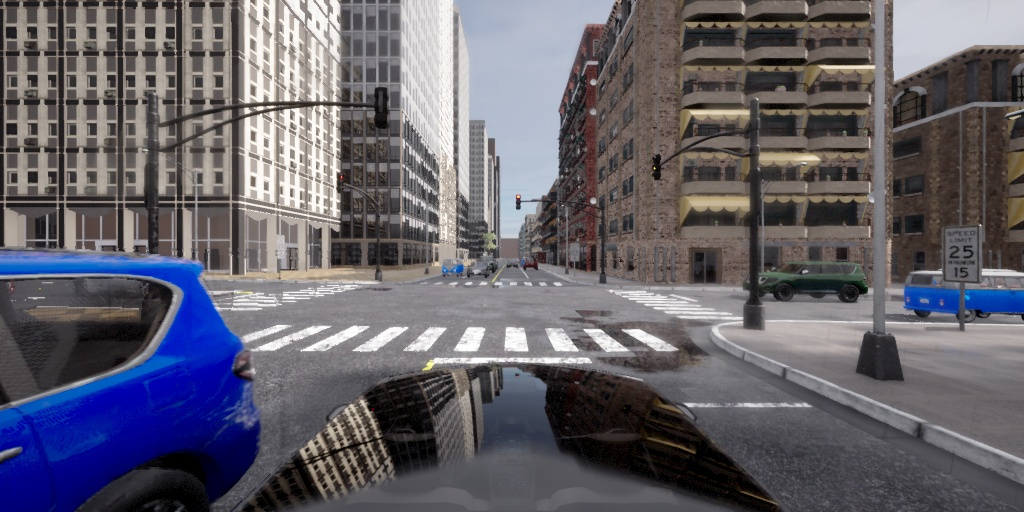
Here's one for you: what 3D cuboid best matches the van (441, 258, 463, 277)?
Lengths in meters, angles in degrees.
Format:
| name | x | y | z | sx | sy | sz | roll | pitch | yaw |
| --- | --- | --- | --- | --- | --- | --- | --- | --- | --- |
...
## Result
| name | x | y | z | sx | sy | sz | roll | pitch | yaw |
| --- | --- | --- | --- | --- | --- | --- | --- | --- | --- |
| van | -5.715 | 1.097 | 34.823 | 1.690 | 1.789 | 3.998 | 0 | 0 | 0 |

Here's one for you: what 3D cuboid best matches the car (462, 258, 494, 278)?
| name | x | y | z | sx | sy | sz | roll | pitch | yaw |
| --- | --- | --- | --- | --- | --- | --- | --- | --- | --- |
| car | -3.126 | 1.247 | 33.957 | 2.128 | 1.511 | 4.902 | 0 | 0 | 0 |

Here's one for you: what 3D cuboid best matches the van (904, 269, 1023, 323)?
| name | x | y | z | sx | sy | sz | roll | pitch | yaw |
| --- | --- | --- | --- | --- | --- | --- | --- | --- | --- |
| van | 16.904 | 1.453 | 13.083 | 3.998 | 1.789 | 1.690 | 0 | 0 | 0 |

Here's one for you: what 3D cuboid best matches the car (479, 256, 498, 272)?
| name | x | y | z | sx | sy | sz | roll | pitch | yaw |
| --- | --- | --- | --- | --- | --- | --- | --- | --- | --- |
| car | -3.131 | 0.982 | 43.850 | 2.150 | 2.045 | 5.566 | 0 | 0 | 0 |

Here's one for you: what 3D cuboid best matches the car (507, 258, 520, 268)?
| name | x | y | z | sx | sy | sz | roll | pitch | yaw |
| --- | --- | --- | --- | --- | --- | --- | --- | --- | --- |
| car | 0.055 | 1.371 | 60.527 | 1.895 | 1.301 | 4.718 | 0 | 0 | 0 |

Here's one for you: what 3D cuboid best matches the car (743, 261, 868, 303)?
| name | x | y | z | sx | sy | sz | roll | pitch | yaw |
| --- | --- | --- | --- | --- | --- | --- | --- | --- | --- |
| car | 15.446 | 1.297 | 19.004 | 5.566 | 2.045 | 2.150 | 1 | 0 | 0 |

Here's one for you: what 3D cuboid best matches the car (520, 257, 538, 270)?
| name | x | y | z | sx | sy | sz | roll | pitch | yaw |
| --- | --- | --- | --- | --- | --- | --- | --- | --- | --- |
| car | 2.652 | 1.079 | 51.483 | 2.192 | 1.841 | 5.009 | 0 | 0 | 0 |

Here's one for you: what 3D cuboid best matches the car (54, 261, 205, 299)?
| name | x | y | z | sx | sy | sz | roll | pitch | yaw |
| --- | --- | --- | --- | --- | --- | --- | --- | --- | --- |
| car | -16.561 | 0.989 | 15.686 | 4.674 | 1.442 | 1.812 | 1 | 0 | 1 |

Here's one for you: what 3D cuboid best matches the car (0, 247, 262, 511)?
| name | x | y | z | sx | sy | sz | roll | pitch | yaw |
| --- | --- | --- | --- | --- | --- | --- | --- | --- | --- |
| car | -2.929 | 0.972 | 0.230 | 2.150 | 2.045 | 5.566 | 0 | 0 | 2 |
